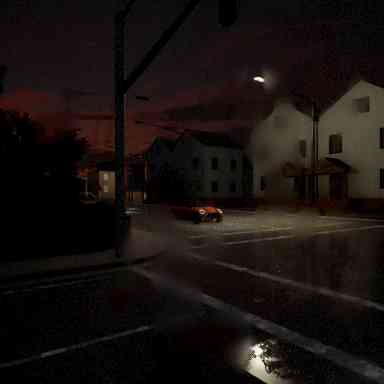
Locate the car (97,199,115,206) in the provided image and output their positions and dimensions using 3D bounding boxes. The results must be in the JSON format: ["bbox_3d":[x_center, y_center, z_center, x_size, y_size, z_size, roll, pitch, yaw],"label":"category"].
[{"bbox_3d":[-9.513,1.526,38.293,1.812,1.442,4.674,0,0,-36],"label":"car"}]

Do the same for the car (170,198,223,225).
[{"bbox_3d":[0.253,1.354,24.534,2.097,1.767,4.553,0,0,-35],"label":"car"}]
